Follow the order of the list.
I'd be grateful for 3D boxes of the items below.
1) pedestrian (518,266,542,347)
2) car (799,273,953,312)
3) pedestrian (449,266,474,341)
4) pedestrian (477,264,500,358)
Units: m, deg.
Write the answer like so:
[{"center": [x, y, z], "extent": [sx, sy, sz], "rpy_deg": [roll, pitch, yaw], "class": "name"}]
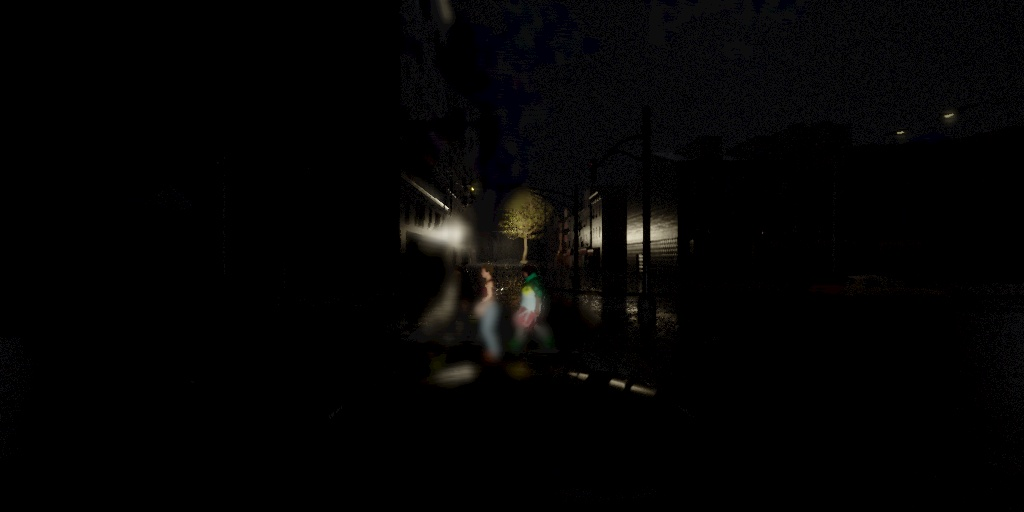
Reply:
[{"center": [0.388, 1.043, 7.672], "extent": [0.375, 1.860, 0.375], "rpy_deg": [0, 0, 0], "class": "pedestrian"}, {"center": [13.906, 1.344, 13.812], "extent": [4.829, 1.417, 1.751], "rpy_deg": [0, 0, 0], "class": "car"}, {"center": [-1.162, 1.043, 8.278], "extent": [0.375, 1.860, 0.375], "rpy_deg": [0, 0, 0], "class": "pedestrian"}, {"center": [-0.432, 1.045, 7.071], "extent": [0.375, 1.860, 0.375], "rpy_deg": [0, 0, 0], "class": "pedestrian"}]
